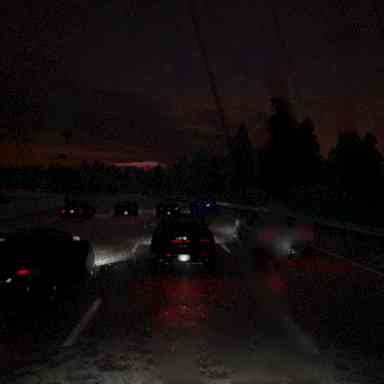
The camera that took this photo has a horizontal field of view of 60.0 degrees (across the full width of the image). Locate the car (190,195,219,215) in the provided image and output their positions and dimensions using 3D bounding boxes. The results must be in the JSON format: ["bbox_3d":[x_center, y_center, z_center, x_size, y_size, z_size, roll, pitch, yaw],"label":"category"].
[{"bbox_3d":[1.077,1.161,30.923,2.097,1.767,4.553,0,0,-8],"label":"car"}]

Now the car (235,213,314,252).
[{"bbox_3d":[3.035,1.512,13.416,1.895,1.301,4.718,0,0,-4],"label":"car"}]

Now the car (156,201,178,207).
[{"bbox_3d":[-2.239,1.425,29.636,1.895,1.301,4.718,0,0,-8],"label":"car"}]

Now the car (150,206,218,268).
[{"bbox_3d":[-0.332,1.438,11.041,1.837,1.490,4.892,0,0,-3],"label":"car"}]

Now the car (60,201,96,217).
[{"bbox_3d":[-8.761,1.409,25.899,2.033,1.411,5.357,0,0,-7],"label":"car"}]

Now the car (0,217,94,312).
[{"bbox_3d":[-3.677,1.524,7.711,1.994,1.385,4.181,0,0,-2],"label":"car"}]

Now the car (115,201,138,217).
[{"bbox_3d":[-5.777,1.433,29.641,1.895,1.301,4.718,0,0,-9],"label":"car"}]
